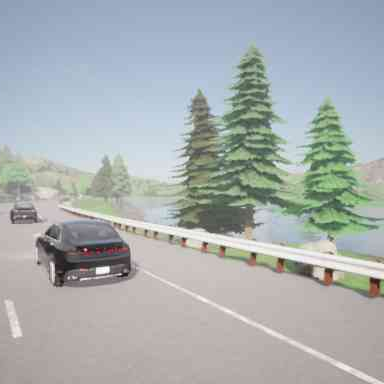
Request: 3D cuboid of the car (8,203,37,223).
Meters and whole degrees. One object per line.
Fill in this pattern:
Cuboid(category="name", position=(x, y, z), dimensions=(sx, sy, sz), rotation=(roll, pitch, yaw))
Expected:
Cuboid(category="car", position=(-13.633, 1.638, 26.855), dimensions=(2.128, 1.511, 4.902), rotation=(0, 0, -29))

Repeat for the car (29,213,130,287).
Cuboid(category="car", position=(-3.347, 1.561, 9.687), dimensions=(1.837, 1.490, 4.892), rotation=(0, 0, -32))
